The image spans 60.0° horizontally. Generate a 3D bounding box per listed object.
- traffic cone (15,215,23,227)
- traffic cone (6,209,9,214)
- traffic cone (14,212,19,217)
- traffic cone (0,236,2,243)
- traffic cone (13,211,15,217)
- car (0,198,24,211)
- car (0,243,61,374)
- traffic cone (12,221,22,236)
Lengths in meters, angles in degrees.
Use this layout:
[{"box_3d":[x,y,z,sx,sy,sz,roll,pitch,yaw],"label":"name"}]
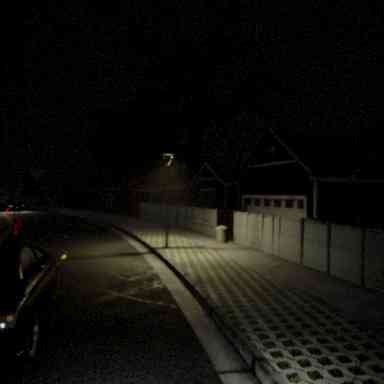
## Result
[{"box_3d":[-11.387,2.007,22.031,0.340,0.580,0.340,1,-1,-27],"label":"traffic cone"},{"box_3d":[-19.062,2.014,34.355,0.340,0.580,0.340,1,-1,-37],"label":"traffic cone"},{"box_3d":[-13.689,2.014,26.295,0.340,0.580,0.340,1,-1,-30],"label":"traffic cone"},{"box_3d":[-7.594,1.979,13.117,0.340,0.580,0.340,1,-1,-19],"label":"traffic cone"},{"box_3d":[-16.251,2.016,30.408,0.340,0.580,0.340,1,-1,-34],"label":"traffic cone"},{"box_3d":[-22.326,1.577,41.159,1.837,1.490,4.892,2,-1,-43],"label":"car"},{"box_3d":[-3.389,1.572,5.430,1.994,1.385,4.181,1,-1,-14],"label":"car"},{"box_3d":[-9.352,1.996,17.632,0.340,0.580,0.340,1,-1,-23],"label":"traffic cone"}]
